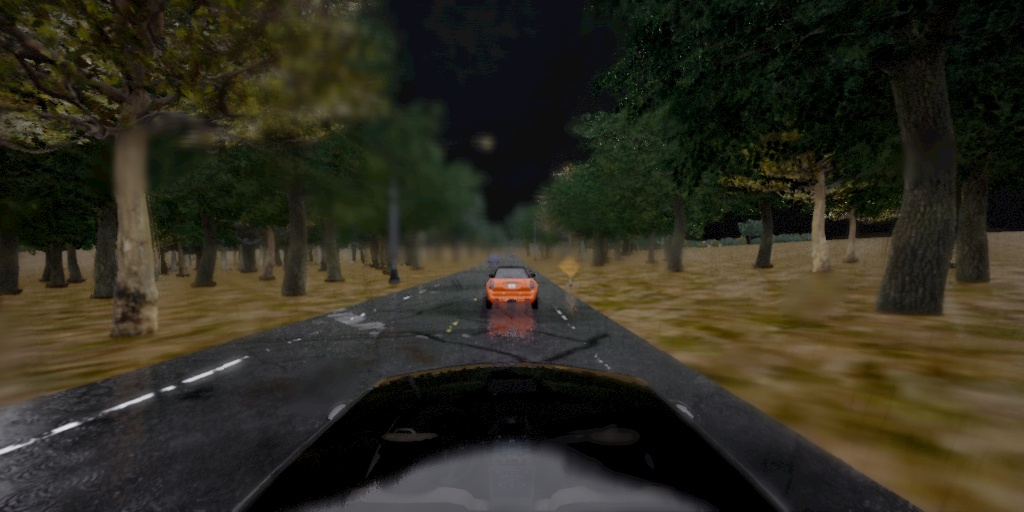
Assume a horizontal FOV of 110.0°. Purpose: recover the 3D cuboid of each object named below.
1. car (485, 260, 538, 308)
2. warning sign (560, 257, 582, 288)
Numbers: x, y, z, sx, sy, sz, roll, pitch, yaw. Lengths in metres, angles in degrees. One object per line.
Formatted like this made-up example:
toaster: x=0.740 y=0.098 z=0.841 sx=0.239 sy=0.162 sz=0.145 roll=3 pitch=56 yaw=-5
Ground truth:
car: x=0.000 y=1.185 z=15.920 sx=2.097 sy=1.767 sz=4.553 roll=0 pitch=0 yaw=0
warning sign: x=3.546 y=0.958 z=21.658 sx=1.300 sy=1.860 sz=1.060 roll=0 pitch=0 yaw=0
